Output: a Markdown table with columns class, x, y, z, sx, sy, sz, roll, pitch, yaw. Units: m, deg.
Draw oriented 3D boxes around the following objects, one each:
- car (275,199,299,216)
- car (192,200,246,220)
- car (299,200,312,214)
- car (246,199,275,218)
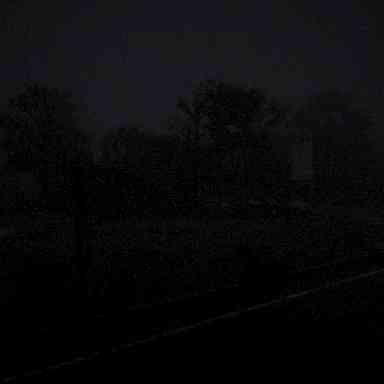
| class | x | y | z | sx | sy | sz | roll | pitch | yaw |
| --- | --- | --- | --- | --- | --- | --- | --- | --- | --- |
| car | 7.234 | 1.410 | 31.820 | 2.097 | 1.535 | 5.008 | 0 | 0 | -36 |
| car | 1.919 | 1.485 | 27.993 | 2.002 | 1.452 | 4.674 | 0 | 0 | -36 |
| car | 9.796 | 1.434 | 33.650 | 2.002 | 1.452 | 4.674 | 0 | 0 | -36 |
| car | 4.581 | 1.429 | 29.902 | 2.231 | 1.521 | 4.892 | 0 | 0 | -36 |
